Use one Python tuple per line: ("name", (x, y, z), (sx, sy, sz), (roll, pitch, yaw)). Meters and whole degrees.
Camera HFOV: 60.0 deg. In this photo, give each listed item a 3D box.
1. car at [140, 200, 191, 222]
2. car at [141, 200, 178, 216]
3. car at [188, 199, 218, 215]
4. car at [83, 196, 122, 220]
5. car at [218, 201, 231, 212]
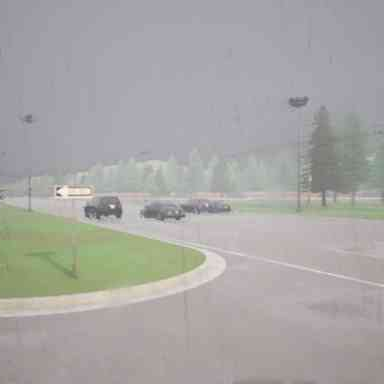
("car", (-2.601, 1.691, 28.395), (2.033, 1.411, 5.357), (0, 0, -34))
("car", (-3.618, 1.664, 36.261), (1.882, 1.535, 5.008), (0, 0, -34))
("car", (0.358, 1.504, 36.597), (2.097, 1.767, 4.553), (0, 0, -34))
("car", (-8.252, 1.425, 30.582), (2.150, 2.045, 5.566), (0, 0, -34))
("car", (2.701, 1.707, 39.399), (1.994, 1.385, 4.181), (0, 0, -34))
